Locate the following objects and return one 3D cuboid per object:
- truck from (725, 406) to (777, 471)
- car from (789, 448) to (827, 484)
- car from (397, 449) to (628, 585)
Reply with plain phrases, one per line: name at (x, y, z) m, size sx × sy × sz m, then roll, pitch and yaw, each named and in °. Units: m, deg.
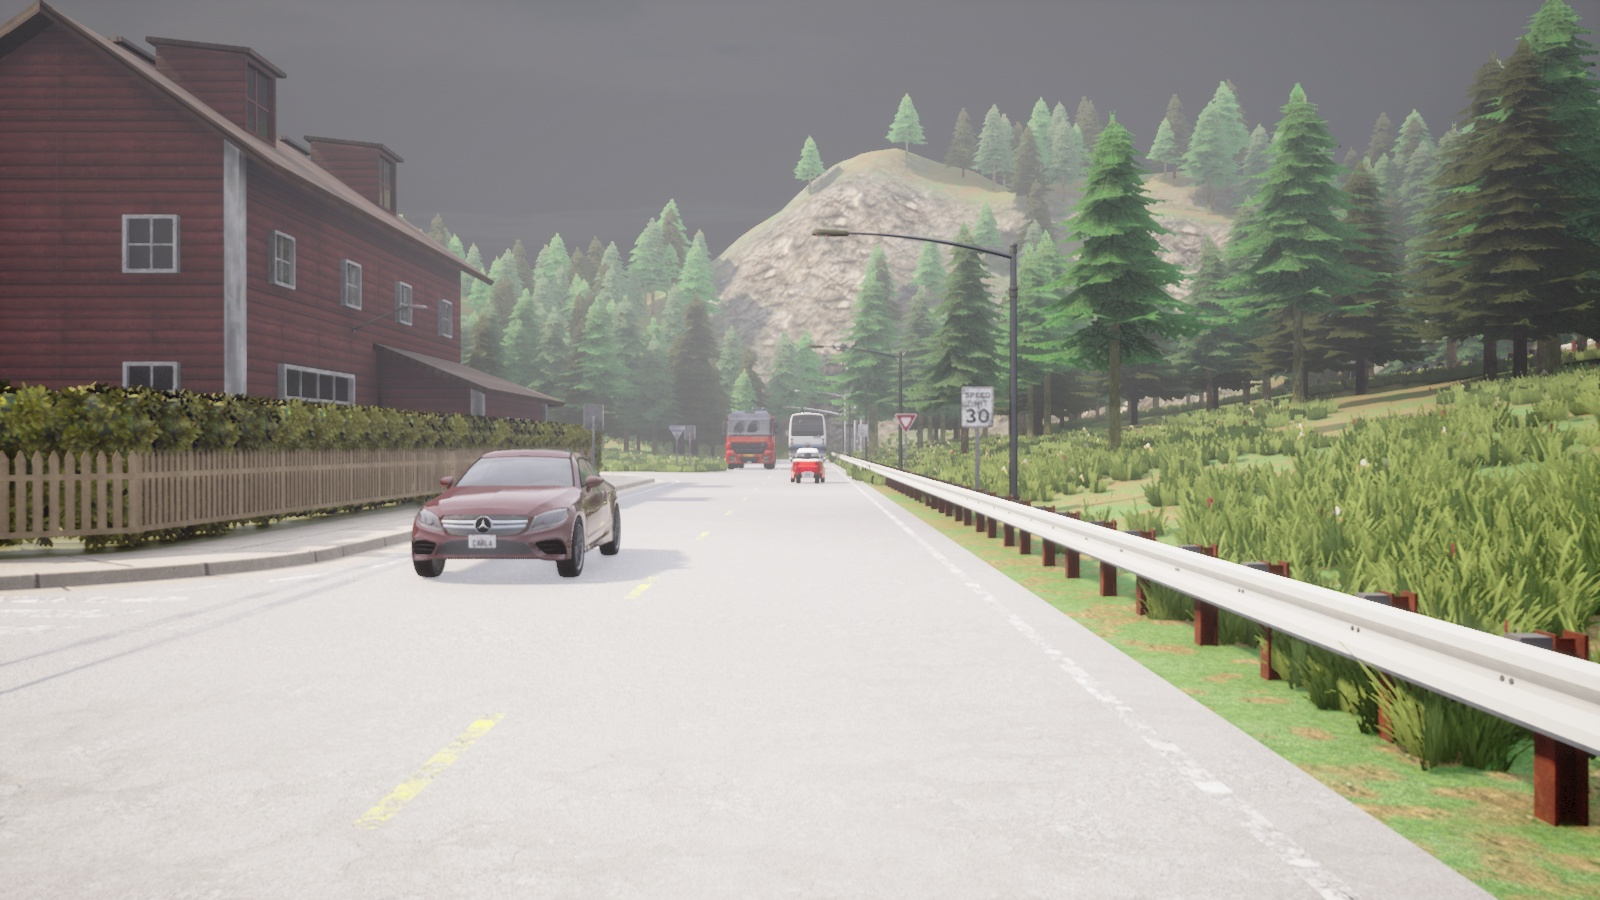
truck at (-3.020, -0.709, 79.025) m, size 2.891 × 3.827 × 8.468 m, roll 0°, pitch 0°, yaw 0°
car at (0.306, 0.621, 49.557) m, size 1.481 × 1.376 × 2.207 m, roll 0°, pitch 1°, yaw 0°
car at (-3.392, 0.712, 15.761) m, size 1.812 × 1.442 × 4.674 m, roll 0°, pitch 0°, yaw 0°
